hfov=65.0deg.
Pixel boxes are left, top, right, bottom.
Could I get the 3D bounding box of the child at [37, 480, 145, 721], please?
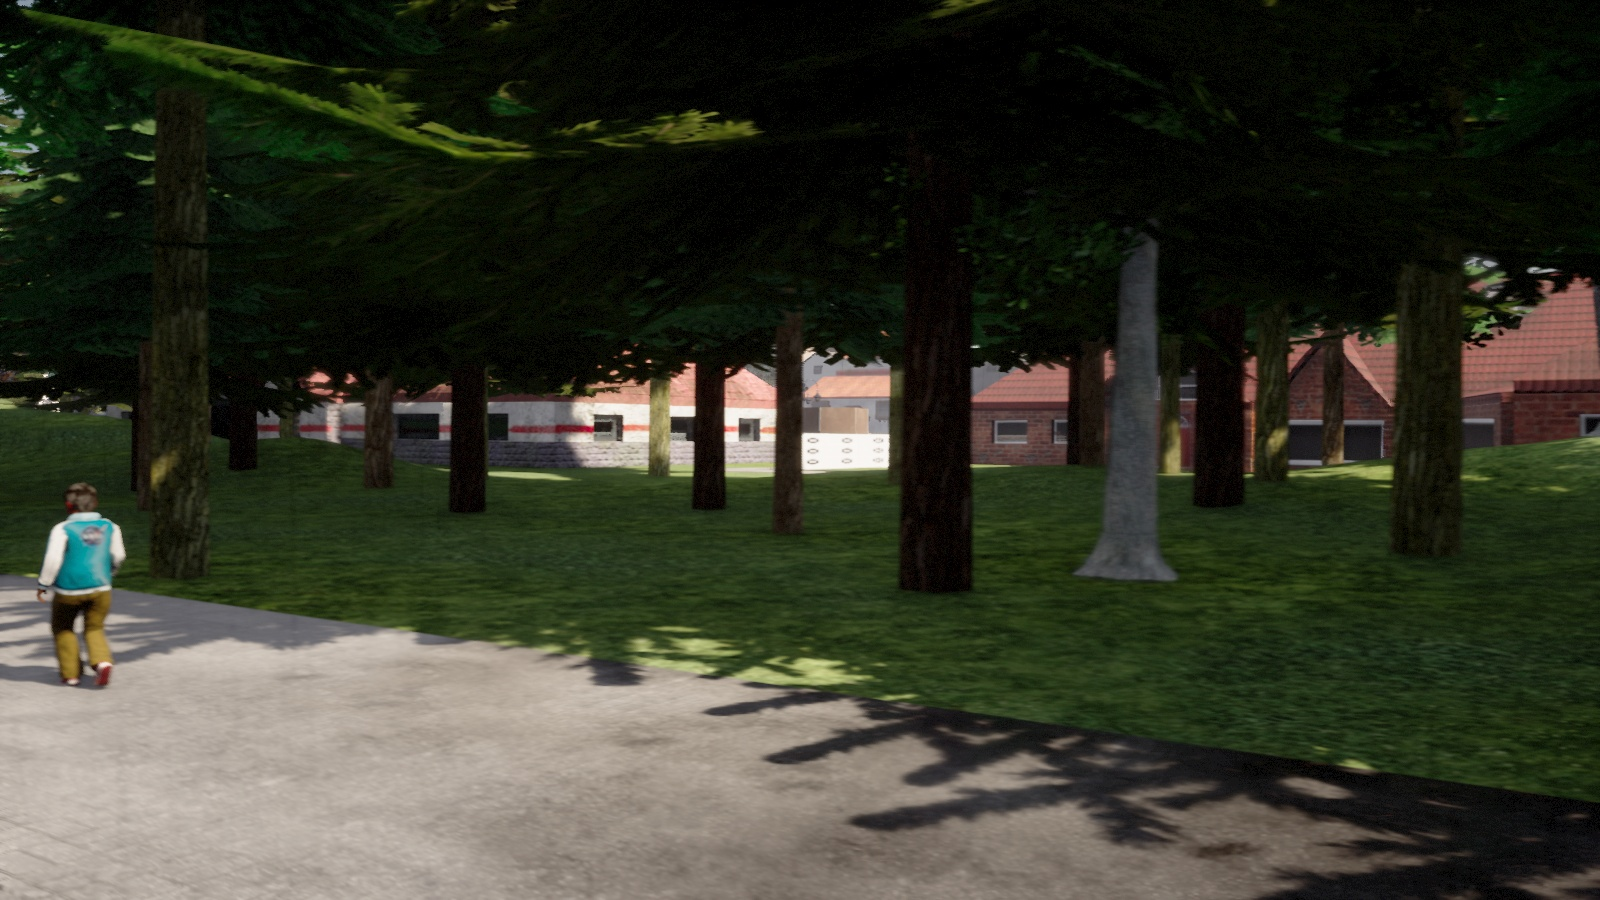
[{"bbox_3d":[-3.723,0.765,6.596,0.448,1.192,0.343,0,1,40],"label":"child"}]
